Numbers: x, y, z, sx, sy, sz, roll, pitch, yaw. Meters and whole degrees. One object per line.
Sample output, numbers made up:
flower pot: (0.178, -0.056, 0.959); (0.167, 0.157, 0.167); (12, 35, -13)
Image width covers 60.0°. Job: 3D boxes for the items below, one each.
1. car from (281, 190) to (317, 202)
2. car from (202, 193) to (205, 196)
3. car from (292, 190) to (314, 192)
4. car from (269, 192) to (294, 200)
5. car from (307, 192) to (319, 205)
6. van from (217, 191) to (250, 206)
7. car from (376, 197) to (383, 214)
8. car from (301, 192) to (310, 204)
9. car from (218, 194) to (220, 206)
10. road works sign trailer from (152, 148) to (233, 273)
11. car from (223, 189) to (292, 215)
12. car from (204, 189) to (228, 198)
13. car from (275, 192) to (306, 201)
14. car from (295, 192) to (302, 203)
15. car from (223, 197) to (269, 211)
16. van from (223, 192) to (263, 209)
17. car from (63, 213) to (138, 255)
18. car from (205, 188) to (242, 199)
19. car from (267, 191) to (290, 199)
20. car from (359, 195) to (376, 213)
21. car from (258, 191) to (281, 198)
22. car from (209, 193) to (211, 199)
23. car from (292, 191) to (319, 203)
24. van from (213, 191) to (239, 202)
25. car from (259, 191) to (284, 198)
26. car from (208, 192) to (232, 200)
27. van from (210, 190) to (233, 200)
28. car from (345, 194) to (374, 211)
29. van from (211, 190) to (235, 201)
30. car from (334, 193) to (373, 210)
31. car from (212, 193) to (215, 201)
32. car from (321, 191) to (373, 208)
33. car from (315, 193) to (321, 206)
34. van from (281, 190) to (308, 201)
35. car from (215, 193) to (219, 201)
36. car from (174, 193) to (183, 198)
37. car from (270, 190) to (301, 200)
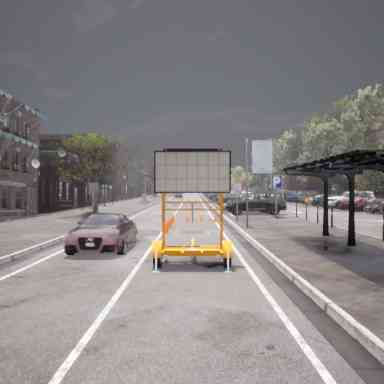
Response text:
car: (18.878, 0.718, 58.898); (5.566, 2.045, 2.435); (0, 1, 0)
car: (5.739, 0.397, 77.926); (5.566, 2.045, 2.435); (0, 1, 0)
car: (18.821, 0.760, 56.122); (5.566, 2.045, 2.435); (0, 1, 0)
car: (18.819, 0.812, 70.004); (4.792, 1.488, 2.163); (0, 1, 0)
car: (18.846, 1.149, 45.019); (5.008, 1.535, 2.097); (0, 1, 0)
van: (5.888, 0.901, 47.088); (4.442, 1.987, 1.878); (0, 1, 0)
car: (18.882, 1.331, 28.365); (4.792, 1.488, 2.163); (0, 1, 0)
car: (19.035, 1.116, 47.796); (5.366, 1.575, 1.946); (0, 1, 0)
car: (5.588, 1.255, 33.072); (5.366, 1.575, 1.946); (0, 1, 0)
road works sign trailer: (0.017, 0.429, 10.554); (2.380, 3.560, 2.880); (0, 0, 1)
car: (5.745, 1.032, 30.266); (5.566, 2.045, 2.435); (0, 1, 0)
car: (5.738, 0.350, 80.729); (5.566, 2.045, 2.435); (0, 1, 0)
car: (19.035, 0.873, 64.452); (5.366, 1.575, 1.946); (0, 1, 0)
car: (18.821, 1.119, 50.568); (4.792, 1.488, 2.163); (0, 1, 0)
car: (5.775, 1.273, 35.876); (4.674, 1.452, 2.002); (0, 1, 0)
van: (5.889, 0.982, 38.676); (4.442, 1.987, 1.878); (0, 1, 0)
car: (-3.334, 1.513, 12.845); (1.994, 1.385, 4.181); (0, 0, 0)
car: (5.741, 0.680, 61.107); (5.566, 2.045, 2.435); (0, 1, 0)
car: (18.878, 0.611, 72.778); (4.553, 1.767, 2.185); (0, 1, 0)
car: (18.859, 1.277, 31.140); (4.892, 1.521, 2.231); (0, 1, 0)
car: (18.852, 0.597, 81.106); (4.892, 1.521, 2.231); (0, 1, 0)
car: (5.776, 1.020, 55.504); (4.892, 1.521, 2.231); (0, 1, 0)
car: (18.879, 1.080, 53.351); (4.792, 1.488, 2.163); (0, 1, 0)
van: (5.886, 0.753, 58.308); (4.442, 1.987, 1.878); (0, 1, 0)
car: (18.662, 0.640, 78.329); (5.366, 1.575, 1.946); (0, 1, 0)
car: (5.762, 0.791, 69.521); (4.892, 1.521, 2.231); (0, 1, 0)
van: (5.885, 0.612, 66.714); (4.442, 1.987, 1.878); (0, 1, 0)
car: (18.858, 1.251, 33.916); (5.008, 1.535, 2.097); (0, 1, 0)
van: (5.886, 0.659, 63.912); (4.442, 1.987, 1.878); (0, 1, 0)
car: (18.857, 1.226, 36.692); (5.008, 1.535, 2.097); (0, 1, 0)
car: (5.800, 1.126, 49.893); (4.792, 1.488, 2.163); (0, 1, 0)
car: (18.823, 0.950, 39.465); (5.566, 2.045, 2.435); (0, 1, 0)
car: (18.845, 1.178, 42.242); (4.892, 1.521, 2.231); (0, 1, 0)
van: (18.966, 0.697, 61.675); (4.442, 1.987, 1.878); (0, 1, 0)
car: (5.766, 1.183, 41.482); (5.008, 1.535, 2.097); (0, 1, 0)
car: (-3.153, 0.717, 78.039); (2.033, 1.411, 5.357); (0, 1, 0)
car: (18.877, 0.578, 67.224); (5.566, 2.045, 2.435); (0, 1, 0)
